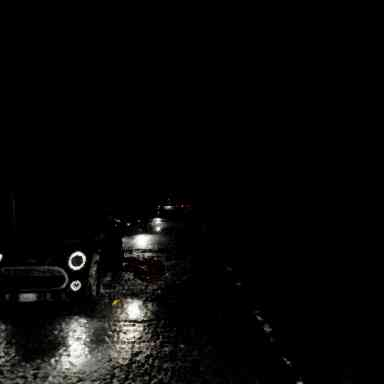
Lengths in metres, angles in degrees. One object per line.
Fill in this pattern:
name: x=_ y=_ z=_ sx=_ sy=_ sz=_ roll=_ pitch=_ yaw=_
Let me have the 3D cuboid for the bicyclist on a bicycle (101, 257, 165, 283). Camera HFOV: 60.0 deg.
bicyclist on a bicycle: x=-1.231 y=1.825 z=7.875 sx=1.620 sy=0.582 sz=1.656 roll=-6 pitch=-10 yaw=35

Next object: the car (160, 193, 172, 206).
car: x=-4.590 y=1.248 z=55.341 sx=2.150 sy=2.045 sz=5.566 roll=0 pitch=0 yaw=-2

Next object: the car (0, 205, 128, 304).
car: x=-3.105 y=1.350 z=8.359 sx=2.097 sy=1.767 sz=4.553 roll=0 pitch=0 yaw=-2

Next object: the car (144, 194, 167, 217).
car: x=-3.800 y=1.364 z=31.331 sx=2.097 sy=1.767 sz=4.553 roll=0 pitch=0 yaw=-1

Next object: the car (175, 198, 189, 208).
car: x=-1.465 y=1.623 z=49.309 sx=1.895 sy=1.301 sz=4.718 roll=0 pitch=0 yaw=-2

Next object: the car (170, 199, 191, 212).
car: x=-1.117 y=1.563 z=38.427 sx=2.033 sy=1.411 sz=5.357 roll=0 pitch=0 yaw=-2

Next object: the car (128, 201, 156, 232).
car: x=-3.471 y=1.513 z=20.211 sx=1.837 sy=1.490 sz=4.892 roll=0 pitch=-1 yaw=-2
